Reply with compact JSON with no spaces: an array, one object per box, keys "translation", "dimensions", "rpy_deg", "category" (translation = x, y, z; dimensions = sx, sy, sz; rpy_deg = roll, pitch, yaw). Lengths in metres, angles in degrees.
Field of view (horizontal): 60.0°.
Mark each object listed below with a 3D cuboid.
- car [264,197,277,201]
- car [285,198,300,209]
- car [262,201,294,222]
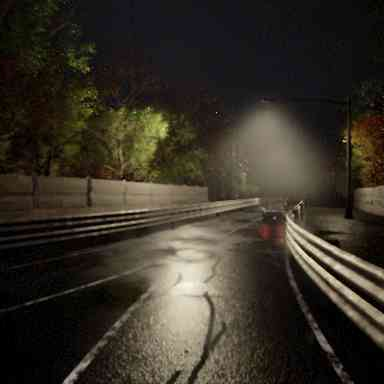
[{"translation":[11.872,1.541,50.590],"dimensions":[1.882,1.535,5.008],"rpy_deg":[0,-1,20],"category":"car"},{"translation":[14.124,1.573,46.756],"dimensions":[1.837,1.490,4.892],"rpy_deg":[0,-1,20],"category":"car"},{"translation":[6.834,1.624,26.520],"dimensions":[1.895,1.301,4.718],"rpy_deg":[0,0,20],"category":"car"}]
